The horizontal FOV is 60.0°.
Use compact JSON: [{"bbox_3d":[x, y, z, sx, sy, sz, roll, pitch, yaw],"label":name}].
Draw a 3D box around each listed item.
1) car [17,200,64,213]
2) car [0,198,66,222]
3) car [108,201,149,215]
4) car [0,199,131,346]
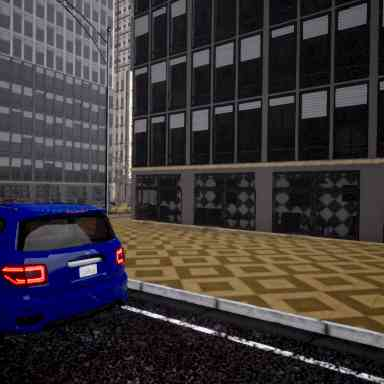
[{"bbox_3d":[-17.620,1.643,38.896,1.752,1.417,4.829,1,0,36],"label":"car"},{"bbox_3d":[-14.124,1.519,29.521,2.192,1.841,5.009,1,0,36],"label":"car"},{"bbox_3d":[-7.324,1.830,38.731,1.752,1.417,4.829,1,0,36],"label":"car"},{"bbox_3d":[-3.683,1.218,6.311,5.566,2.045,2.150,0,0,35],"label":"car"}]
